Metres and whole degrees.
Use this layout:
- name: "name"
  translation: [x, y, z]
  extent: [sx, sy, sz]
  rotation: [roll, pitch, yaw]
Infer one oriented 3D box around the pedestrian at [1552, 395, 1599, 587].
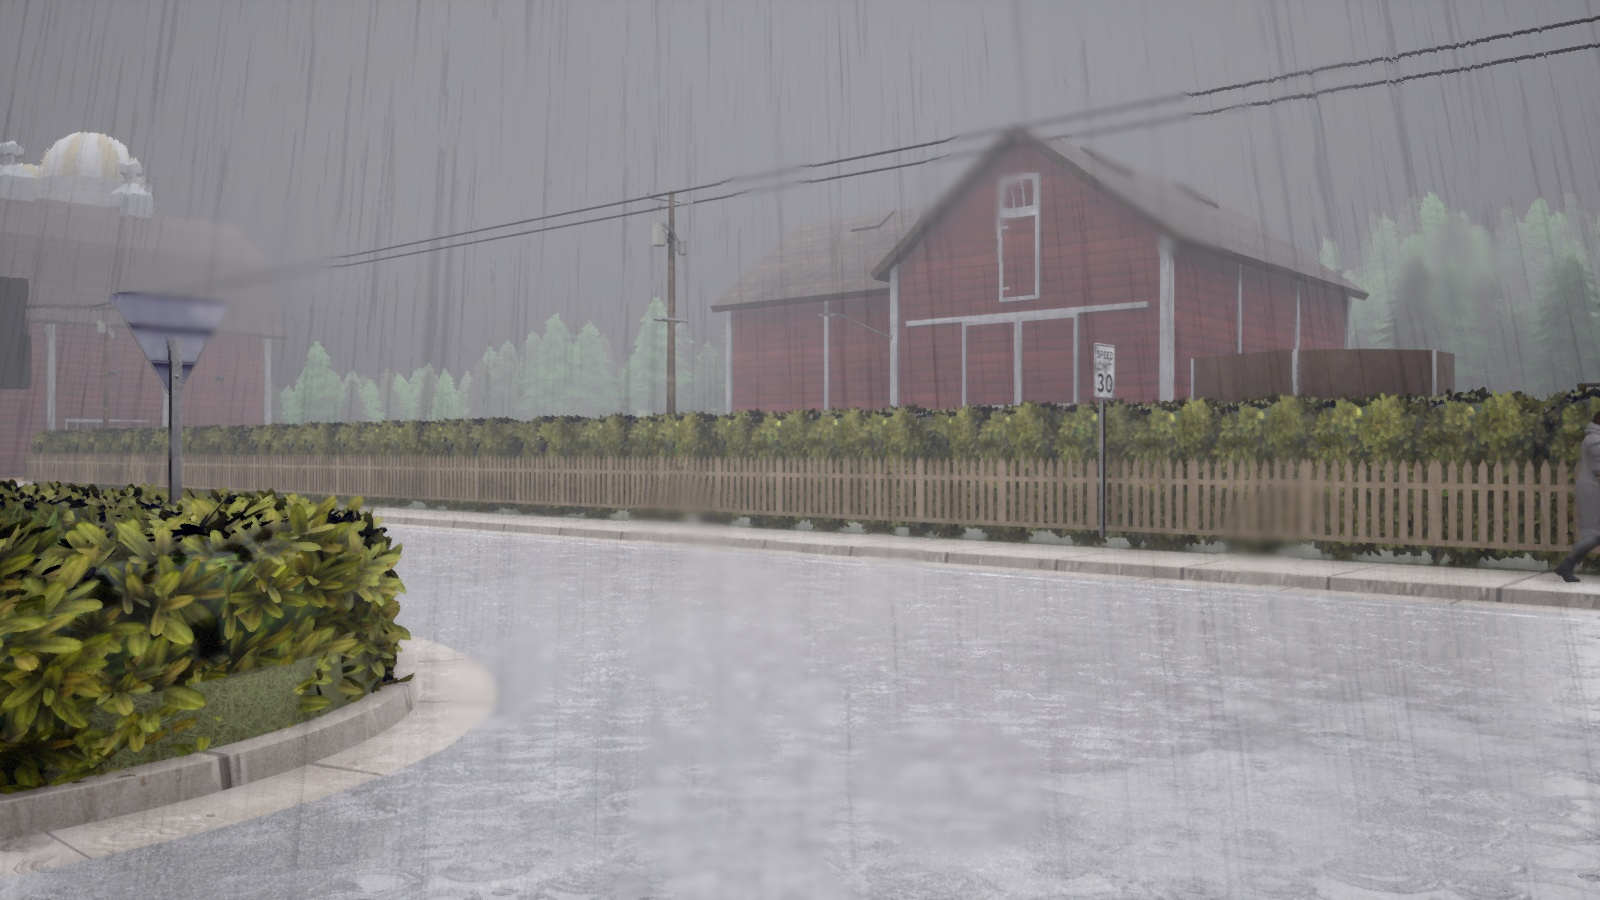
- name: "pedestrian"
  translation: [8.353, 0.414, 13.042]
  extent: [0.873, 1.952, 0.659]
  rotation: [0, 0, 35]
